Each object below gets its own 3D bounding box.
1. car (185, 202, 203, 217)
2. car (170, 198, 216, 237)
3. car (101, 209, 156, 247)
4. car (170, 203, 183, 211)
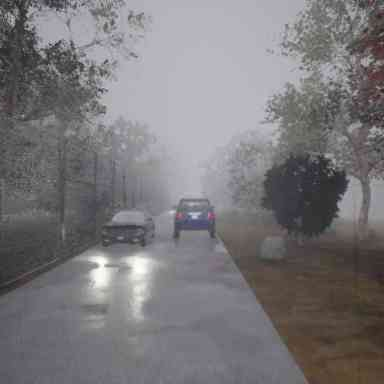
[{"bbox_3d":[0.187,1.896,37.744,1.882,1.535,5.008,0,-1,0],"label":"car"},{"bbox_3d":[0.159,1.343,19.014,2.150,2.045,5.566,0,-1,0],"label":"car"},{"bbox_3d":[-2.836,1.564,15.677,1.882,1.535,5.008,0,-1,0],"label":"car"},{"bbox_3d":[-2.602,2.482,56.177,1.895,1.301,4.718,0,-2,1],"label":"car"}]
